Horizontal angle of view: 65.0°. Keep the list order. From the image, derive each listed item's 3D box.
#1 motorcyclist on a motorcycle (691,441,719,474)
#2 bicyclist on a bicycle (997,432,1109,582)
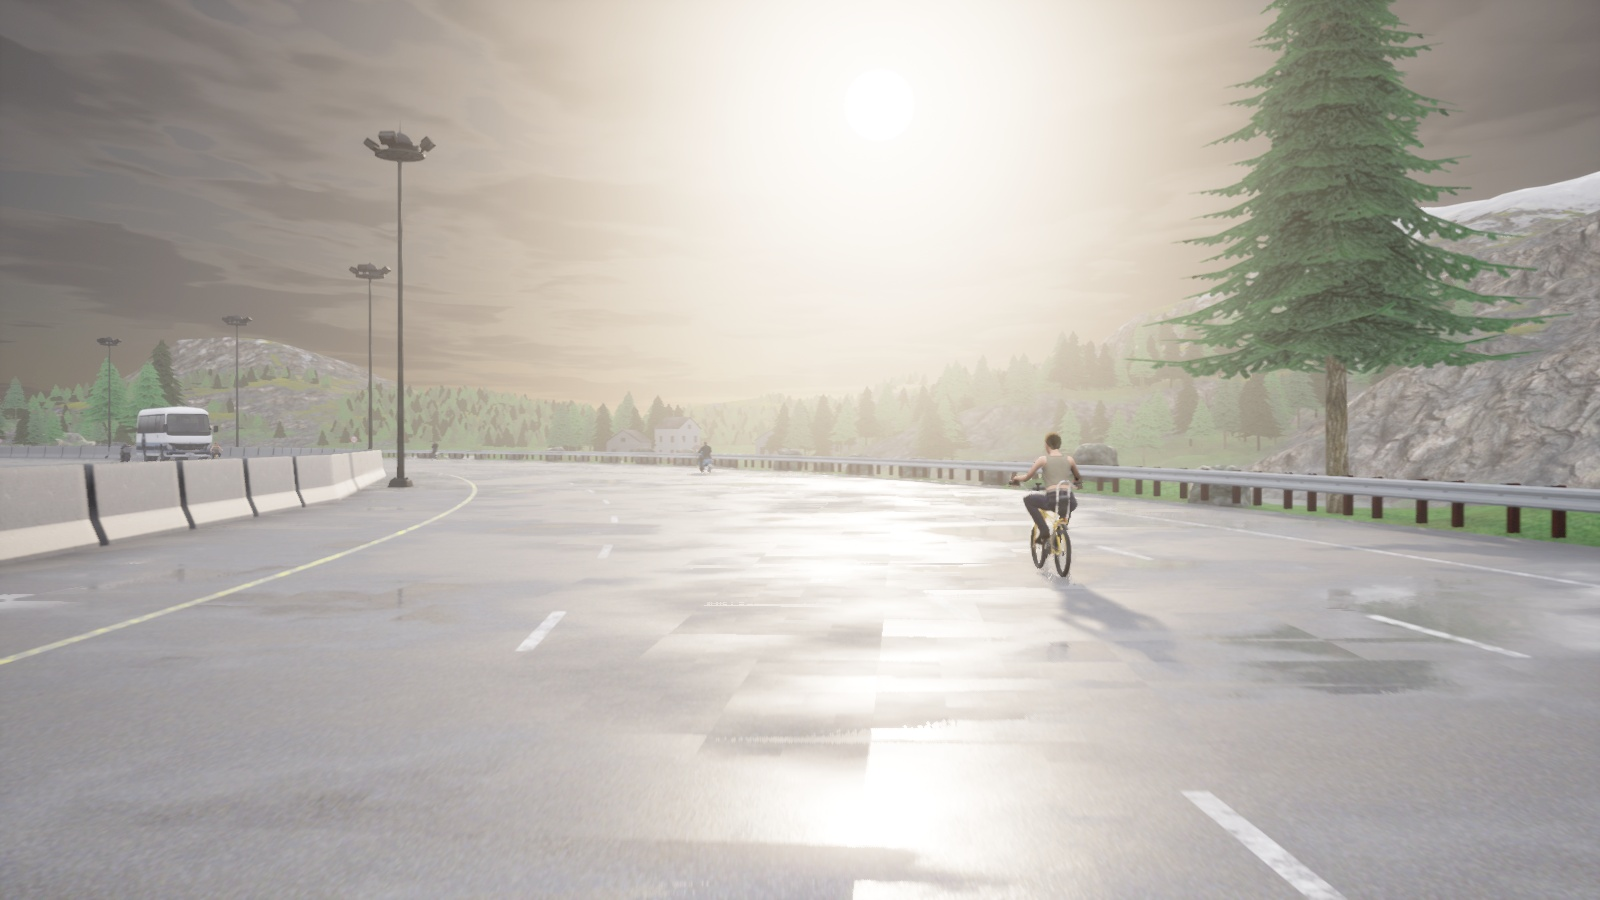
[{"bbox_3d":[-4.751,0.344,62.476,0.866,1.590,1.817,-1,1,-21],"label":"motorcyclist on a motorcycle"},{"bbox_3d":[2.844,0.605,14.276,0.866,1.612,1.509,0,0,-5],"label":"bicyclist on a bicycle"}]
